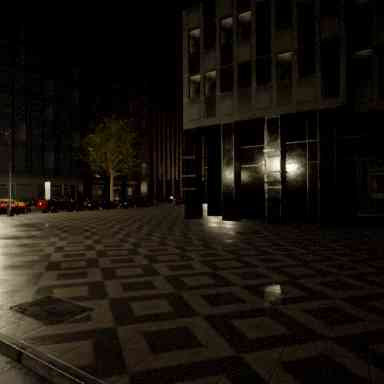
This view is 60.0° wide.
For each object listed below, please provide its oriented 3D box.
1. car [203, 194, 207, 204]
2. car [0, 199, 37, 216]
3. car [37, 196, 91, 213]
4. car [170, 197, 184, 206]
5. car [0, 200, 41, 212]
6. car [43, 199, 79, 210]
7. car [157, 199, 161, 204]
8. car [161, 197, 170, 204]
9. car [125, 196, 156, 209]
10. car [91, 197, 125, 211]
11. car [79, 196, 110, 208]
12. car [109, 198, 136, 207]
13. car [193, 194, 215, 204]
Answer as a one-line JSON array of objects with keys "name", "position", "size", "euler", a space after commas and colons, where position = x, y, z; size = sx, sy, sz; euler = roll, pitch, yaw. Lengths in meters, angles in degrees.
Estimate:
[{"name": "car", "position": [2.258, 1.224, 58.381], "size": [2.192, 1.841, 5.009], "euler": [-1, 0, 35]}, {"name": "car", "position": [-16.998, 1.577, 30.563], "size": [1.802, 1.307, 4.206], "euler": [-1, 0, 35]}, {"name": "car", "position": [-13.790, 1.292, 35.201], "size": [2.192, 1.841, 5.009], "euler": [-1, 0, 35]}, {"name": "car", "position": [-0.951, 1.464, 53.744], "size": [1.887, 1.381, 4.507], "euler": [-1, 0, 35]}, {"name": "car", "position": [-20.795, 1.644, 40.055], "size": [1.947, 1.339, 4.313], "euler": [-1, 0, 35]}, {"name": "car", "position": [-17.585, 1.643, 44.691], "size": [1.802, 1.307, 4.206], "euler": [-1, 0, 35]}, {"name": "car", "position": [-8.052, 1.546, 58.461], "size": [1.752, 1.417, 4.829], "euler": [-1, 0, 35]}, {"name": "car", "position": [-4.745, 1.576, 63.238], "size": [1.947, 1.339, 4.313], "euler": [-1, 0, 35]}, {"name": "car", "position": [-7.370, 1.510, 44.471], "size": [1.947, 1.339, 4.313], "euler": [-1, 0, 35]}, {"name": "car", "position": [-10.579, 1.526, 39.836], "size": [1.947, 1.339, 4.313], "euler": [-1, 0, 35]}, {"name": "car", "position": [-14.377, 1.486, 49.328], "size": [1.967, 1.590, 4.097], "euler": [-1, 0, 35]}, {"name": "car", "position": [-11.165, 1.615, 53.965], "size": [1.802, 1.307, 4.206], "euler": [-1, 0, 35]}, {"name": "car", "position": [2.339, 1.285, 63.028], "size": [2.097, 1.767, 4.553], "euler": [-1, 0, 35]}]
